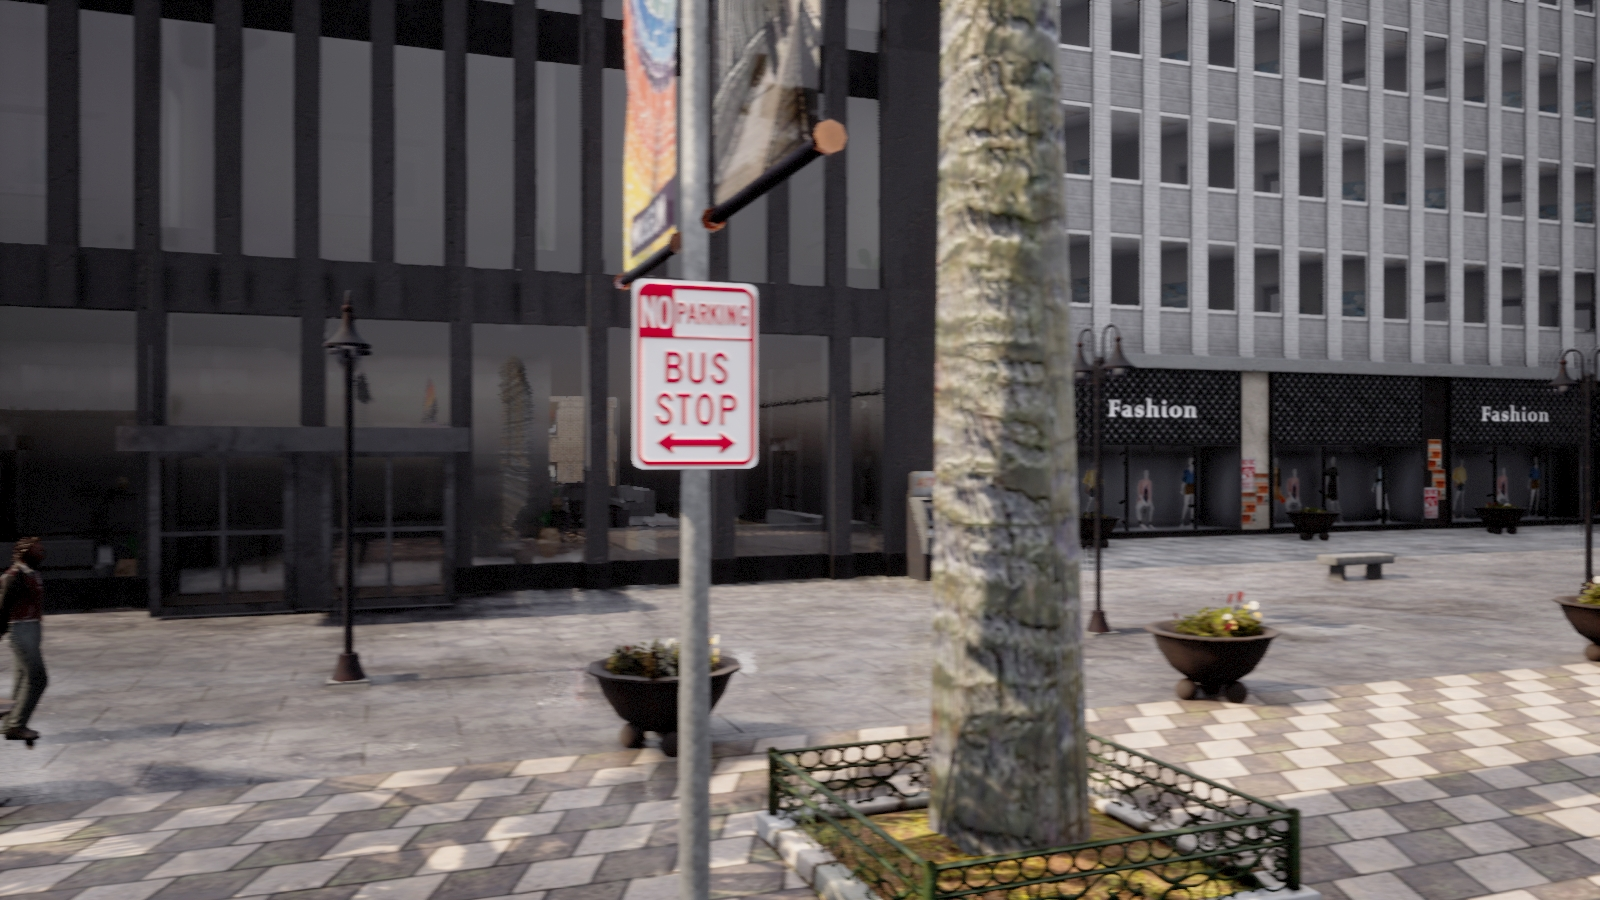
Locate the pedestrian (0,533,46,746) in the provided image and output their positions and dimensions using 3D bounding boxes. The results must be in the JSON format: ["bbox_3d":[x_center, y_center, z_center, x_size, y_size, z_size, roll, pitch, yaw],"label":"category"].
[{"bbox_3d":[-7.123,1.704,10.370,0.375,1.860,0.375,0,0,-18],"label":"pedestrian"}]
